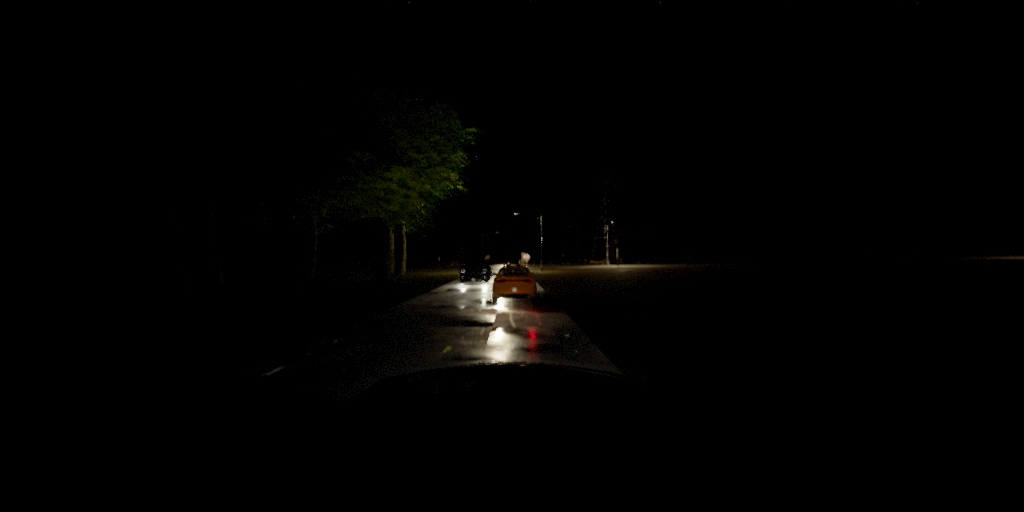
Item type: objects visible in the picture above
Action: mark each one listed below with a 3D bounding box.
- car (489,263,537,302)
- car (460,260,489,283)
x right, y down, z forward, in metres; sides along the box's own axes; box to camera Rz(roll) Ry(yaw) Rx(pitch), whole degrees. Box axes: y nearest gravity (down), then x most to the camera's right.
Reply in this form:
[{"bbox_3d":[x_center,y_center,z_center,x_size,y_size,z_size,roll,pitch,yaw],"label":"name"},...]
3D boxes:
[{"bbox_3d":[0.100,1.219,16.999,1.882,1.535,5.008,0,0,0],"label":"car"},{"bbox_3d":[-2.765,1.095,27.986,2.097,1.767,4.553,0,0,0],"label":"car"}]
